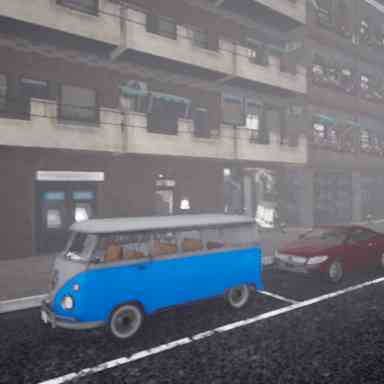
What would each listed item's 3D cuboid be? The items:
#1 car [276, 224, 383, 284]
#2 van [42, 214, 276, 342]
[{"bbox_3d":[4.127,1.590,9.474,4.206,1.307,1.802,0,-1,-35],"label":"car"},{"bbox_3d":[-0.486,1.344,6.188,3.998,1.788,1.690,0,-1,-35],"label":"van"}]
